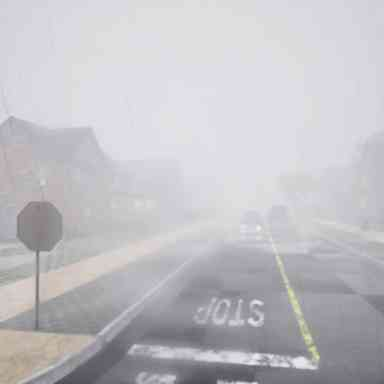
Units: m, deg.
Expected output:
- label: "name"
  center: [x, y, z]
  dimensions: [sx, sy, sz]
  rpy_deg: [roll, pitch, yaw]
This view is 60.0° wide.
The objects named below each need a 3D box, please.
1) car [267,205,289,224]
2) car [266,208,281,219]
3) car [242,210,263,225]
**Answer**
- label: "car"
  center: [9.766, 2.472, 37.802]
  dimensions: [2.150, 2.045, 5.566]
  rpy_deg: [-1, -2, 12]
- label: "car"
  center: [11.987, 3.142, 49.098]
  dimensions: [1.882, 1.535, 5.008]
  rpy_deg: [-1, -2, 11]
- label: "car"
  center: [6.548, 2.739, 36.213]
  dimensions: [1.837, 1.490, 4.892]
  rpy_deg: [-1, -3, 12]
